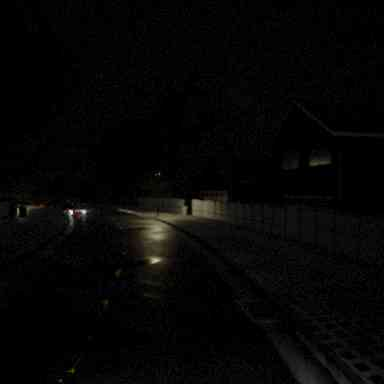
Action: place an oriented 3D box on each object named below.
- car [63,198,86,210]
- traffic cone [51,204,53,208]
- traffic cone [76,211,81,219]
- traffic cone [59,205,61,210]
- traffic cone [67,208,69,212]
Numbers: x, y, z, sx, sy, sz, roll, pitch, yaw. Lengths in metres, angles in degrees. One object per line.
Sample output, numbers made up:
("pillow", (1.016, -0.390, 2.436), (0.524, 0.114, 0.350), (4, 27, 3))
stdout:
("car", (-14.964, 1.453, 42.319), (1.812, 1.442, 4.674), (0, 0, -34))
("traffic cone", (-18.810, 1.887, 44.622), (0.340, 0.580, 0.340), (0, 0, -36))
("traffic cone", (-9.443, 1.916, 27.704), (0.340, 0.580, 0.340), (0, 0, -22))
("traffic cone", (-16.079, 1.893, 40.618), (0.340, 0.580, 0.340), (0, 0, -33))
("traffic cone", (-13.602, 1.899, 36.453), (0.340, 0.580, 0.340), (0, 0, -29))
